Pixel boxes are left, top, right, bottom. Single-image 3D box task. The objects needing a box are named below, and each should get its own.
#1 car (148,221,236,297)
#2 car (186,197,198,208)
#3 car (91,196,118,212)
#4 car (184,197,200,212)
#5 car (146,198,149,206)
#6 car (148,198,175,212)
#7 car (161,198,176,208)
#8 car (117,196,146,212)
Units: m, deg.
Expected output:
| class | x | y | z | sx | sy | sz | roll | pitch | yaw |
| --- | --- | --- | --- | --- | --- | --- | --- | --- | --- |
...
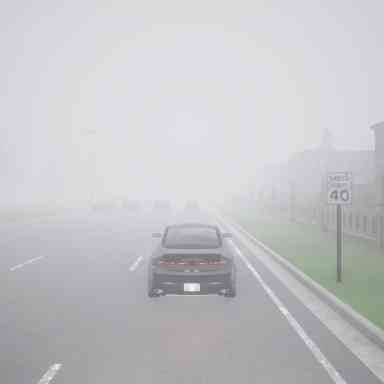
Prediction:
| class | x | y | z | sx | sy | sz | roll | pitch | yaw |
| --- | --- | --- | --- | --- | --- | --- | --- | --- | --- |
| car | 0.000 | 1.504 | 8.535 | 1.837 | 1.490 | 4.892 | 0 | 0 | 0 |
| car | -0.002 | 1.526 | 49.568 | 1.812 | 1.442 | 4.674 | 0 | 0 | 0 |
| car | -10.501 | 1.564 | 39.531 | 1.994 | 1.385 | 4.181 | 0 | 0 | 0 |
| car | -0.001 | 1.547 | 39.148 | 2.033 | 1.411 | 5.357 | 0 | 0 | 0 |
| car | -7.002 | 1.564 | 49.568 | 1.994 | 1.385 | 4.181 | 0 | 0 | 0 |
| car | -3.501 | 1.491 | 39.148 | 2.128 | 1.511 | 4.902 | 0 | 0 | 0 |
| car | -3.501 | 1.601 | 49.622 | 1.895 | 1.301 | 4.718 | 0 | 0 | 0 |
| car | -7.001 | 1.477 | 39.148 | 1.882 | 1.535 | 5.008 | 0 | 0 | 0 |
